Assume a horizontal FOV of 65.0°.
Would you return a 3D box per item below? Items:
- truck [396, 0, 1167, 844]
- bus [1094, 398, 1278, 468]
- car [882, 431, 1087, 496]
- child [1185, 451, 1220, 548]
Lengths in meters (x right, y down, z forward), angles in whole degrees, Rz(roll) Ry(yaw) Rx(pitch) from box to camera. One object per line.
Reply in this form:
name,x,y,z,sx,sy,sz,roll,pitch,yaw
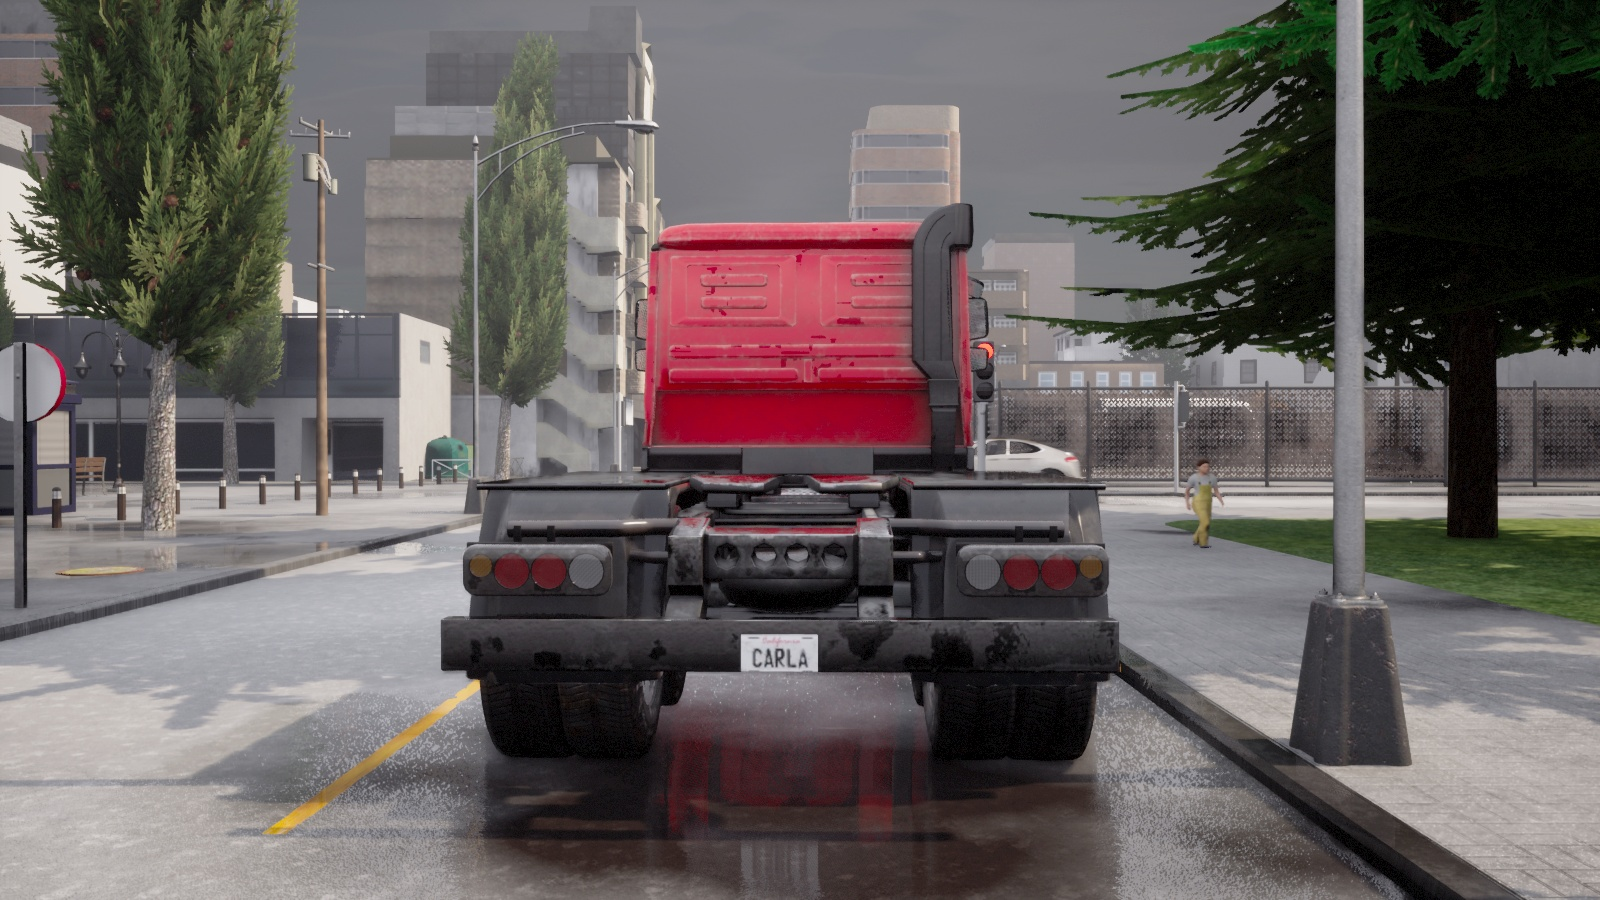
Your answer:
truck,0.020,-0.284,8.679,2.891,3.462,7.936,0,0,1
bus,23.857,-1.052,78.208,10.273,4.253,3.944,0,0,2
car,4.743,0.343,32.895,5.027,1.651,2.152,0,0,-1
child,5.326,0.647,16.618,0.270,1.263,0.437,0,0,-11
